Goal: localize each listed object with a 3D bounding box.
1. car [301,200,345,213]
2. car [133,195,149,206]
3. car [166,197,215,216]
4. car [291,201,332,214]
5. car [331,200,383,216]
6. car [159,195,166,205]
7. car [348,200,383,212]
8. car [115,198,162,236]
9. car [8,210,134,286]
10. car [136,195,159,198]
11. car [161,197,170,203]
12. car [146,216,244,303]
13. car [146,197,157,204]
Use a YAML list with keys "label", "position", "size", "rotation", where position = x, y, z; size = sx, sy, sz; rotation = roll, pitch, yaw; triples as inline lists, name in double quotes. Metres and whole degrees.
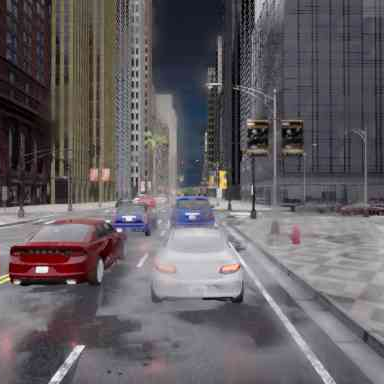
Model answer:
- label: "car"
  position: [15.224, 1.661, 38.700]
  size: [4.313, 1.339, 1.947]
  rotation: [0, 0, -1]
- label: "car"
  position: [-9.731, 1.544, 63.643]
  size: [2.150, 2.045, 5.566]
  rotation: [0, -1, 1]
- label: "car"
  position: [0.044, 1.257, 17.791]
  size: [2.150, 2.045, 5.566]
  rotation: [0, 0, 1]
- label: "car"
  position: [12.840, 1.635, 35.914]
  size: [4.181, 1.385, 1.994]
  rotation: [0, -1, -1]
- label: "car"
  position: [15.345, 1.576, 30.176]
  size: [4.206, 1.307, 1.802]
  rotation: [0, 0, -1]
- label: "car"
  position: [-6.429, 1.586, 69.022]
  size: [2.150, 2.045, 5.566]
  rotation: [0, -1, 0]
- label: "car"
  position: [20.864, 1.642, 38.781]
  size: [4.313, 1.339, 1.947]
  rotation: [0, 0, -1]
- label: "car"
  position: [-3.131, 1.391, 18.688]
  size: [2.097, 1.767, 4.553]
  rotation: [0, 0, 0]
- label: "car"
  position: [-3.142, 1.489, 9.462]
  size: [1.882, 1.535, 5.008]
  rotation: [0, 0, 0]
- label: "car"
  position: [-6.539, 1.436, 48.670]
  size: [2.150, 2.045, 5.566]
  rotation: [0, 0, 0]
- label: "car"
  position: [-6.417, 1.954, 80.163]
  size: [1.837, 1.490, 4.892]
  rotation: [0, 0, 0]
- label: "car"
  position: [0.107, 1.534, 8.089]
  size: [1.812, 1.442, 4.674]
  rotation: [0, 0, 0]
- label: "car"
  position: [-9.668, 1.988, 79.400]
  size: [2.033, 1.411, 5.357]
  rotation: [0, 0, 0]
